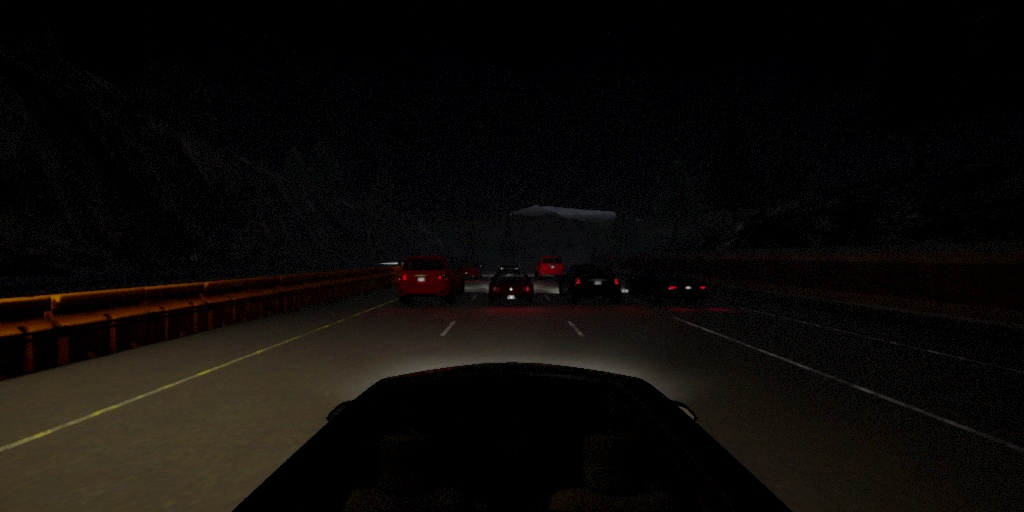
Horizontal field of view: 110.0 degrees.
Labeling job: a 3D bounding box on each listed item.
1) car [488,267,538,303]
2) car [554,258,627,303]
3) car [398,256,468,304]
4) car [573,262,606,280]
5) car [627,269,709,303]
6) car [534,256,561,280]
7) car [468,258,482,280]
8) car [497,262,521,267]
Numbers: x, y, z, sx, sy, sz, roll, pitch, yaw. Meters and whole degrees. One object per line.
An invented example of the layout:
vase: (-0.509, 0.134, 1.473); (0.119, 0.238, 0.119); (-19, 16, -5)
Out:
car: (-0.054, 1.363, 16.640); (1.895, 1.301, 4.718); (0, 0, -1)
car: (3.446, 1.113, 16.625); (2.097, 1.767, 4.553); (0, 0, -1)
car: (-3.554, 1.005, 16.596); (2.150, 2.045, 5.566); (0, 0, -1)
car: (6.756, 1.281, 31.698); (1.812, 1.442, 4.674); (0, 0, -1)
car: (6.946, 1.310, 16.699); (2.033, 1.411, 5.357); (0, 0, -1)
car: (3.256, 1.005, 31.684); (2.150, 2.045, 5.566); (0, 0, -1)
car: (-3.743, 1.232, 31.565); (1.882, 1.535, 5.008); (0, 0, -1)
car: (-0.244, 1.243, 31.609); (2.128, 1.511, 4.902); (0, 0, -1)
